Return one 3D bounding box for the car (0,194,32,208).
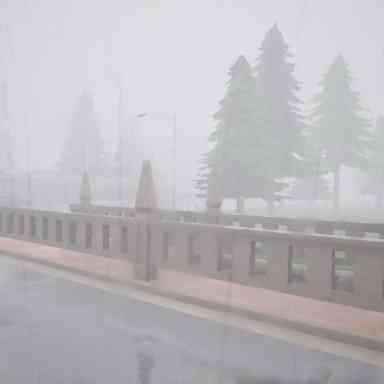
[{"bbox_3d":[-17.654,0.979,31.219,1.837,1.490,4.892,1,1,38],"label":"car"}]
